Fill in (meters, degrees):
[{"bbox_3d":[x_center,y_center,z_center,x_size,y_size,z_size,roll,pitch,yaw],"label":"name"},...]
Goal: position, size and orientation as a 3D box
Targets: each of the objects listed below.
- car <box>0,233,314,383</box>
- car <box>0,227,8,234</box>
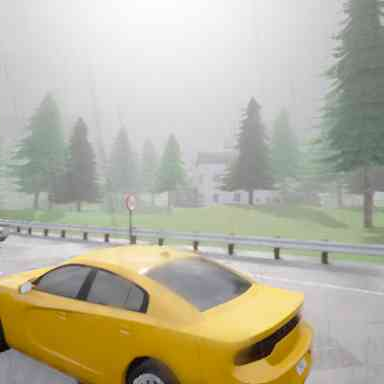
[{"bbox_3d":[-1.003,1.509,4.557,5.008,1.535,1.882,-1,0,34],"label":"car"},{"bbox_3d":[-10.290,1.773,14.654,4.718,1.301,1.895,-1,0,31],"label":"car"}]
